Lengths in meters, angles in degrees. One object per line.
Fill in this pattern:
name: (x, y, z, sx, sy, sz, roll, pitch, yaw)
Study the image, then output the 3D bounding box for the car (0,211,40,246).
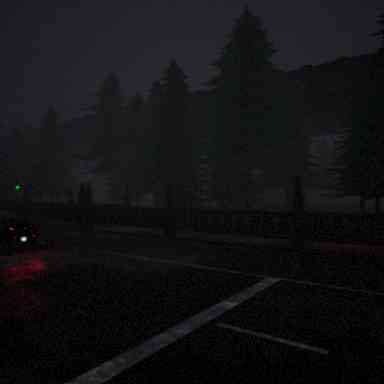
car: (-8.529, 1.589, 14.372, 4.892, 1.490, 1.837, 0, 0, 36)
